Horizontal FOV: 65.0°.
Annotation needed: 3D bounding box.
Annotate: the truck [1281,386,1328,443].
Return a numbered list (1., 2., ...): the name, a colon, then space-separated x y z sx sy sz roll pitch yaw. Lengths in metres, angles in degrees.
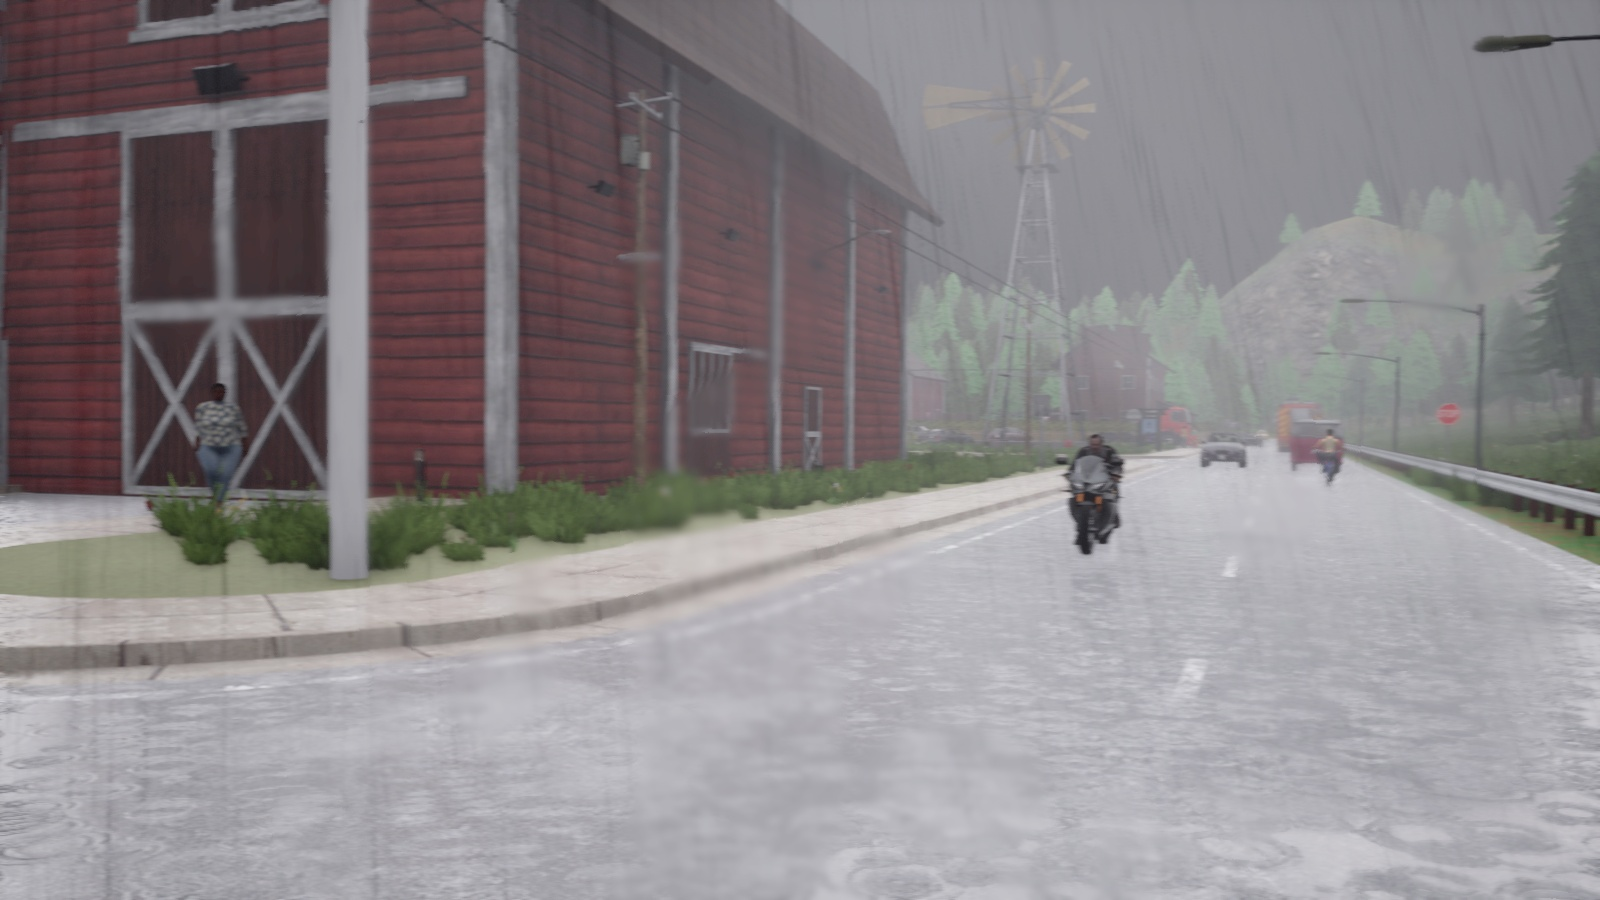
1. truck: 35.559 -2.490 88.729 2.891 3.827 8.468 0 1 21

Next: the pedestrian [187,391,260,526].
1. pedestrian: -8.163 0.109 17.806 0.874 1.855 0.900 -1 1 -23

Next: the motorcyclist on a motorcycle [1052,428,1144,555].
1. motorcyclist on a motorcycle: 3.930 0.486 16.411 0.866 1.530 2.191 0 1 21

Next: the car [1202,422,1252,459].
1. car: 18.012 -0.406 52.930 1.816 1.474 4.193 0 1 21

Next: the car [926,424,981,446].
1. car: 11.474 -1.104 93.991 3.705 1.549 1.789 -2 2 -30

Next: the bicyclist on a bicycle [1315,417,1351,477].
1. bicyclist on a bicycle: 14.766 -0.103 34.800 0.866 1.612 1.509 0 1 21

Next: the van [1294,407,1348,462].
1. van: 19.832 -0.600 47.928 1.775 1.987 4.442 0 1 21
